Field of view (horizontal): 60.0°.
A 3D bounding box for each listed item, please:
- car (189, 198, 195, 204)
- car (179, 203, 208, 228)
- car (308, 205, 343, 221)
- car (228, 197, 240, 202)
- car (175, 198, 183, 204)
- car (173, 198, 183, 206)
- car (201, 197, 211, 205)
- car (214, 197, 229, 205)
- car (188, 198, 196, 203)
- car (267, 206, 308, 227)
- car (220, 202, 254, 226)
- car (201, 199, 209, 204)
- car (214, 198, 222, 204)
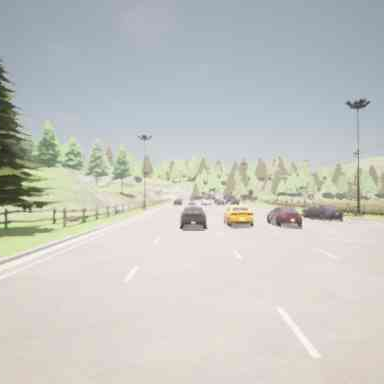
[{"bbox_3d":[-0.006,2.460,91.010,1.837,1.490,4.892,0,-1,0],"label":"car"},{"bbox_3d":[0.099,1.813,24.592,1.837,1.490,4.892,0,0,0],"label":"car"},{"bbox_3d":[12.448,1.963,32.072,1.994,1.385,4.181,0,-1,-21],"label":"car"},{"bbox_3d":[10.494,2.480,80.590,1.837,1.490,4.892,0,-1,0],"label":"car"},{"bbox_3d":[-3.506,2.460,91.010,1.837,1.490,4.892,0,-1,0],"label":"car"},{"bbox_3d":[-3.506,2.458,80.589,1.882,1.535,5.008,0,-1,0],"label":"car"},{"bbox_3d":[3.494,2.206,80.622,2.150,2.045,5.566,0,-1,0],"label":"car"},{"bbox_3d":[6.994,2.530,80.589,2.033,1.411,5.357,0,-1,0],"label":"car"},{"bbox_3d":[-0.006,2.592,81.034,1.895,1.301,4.718,0,-1,0],"label":"car"},{"bbox_3d":[7.098,1.845,25.739,1.812,1.442,4.674,0,-1,0],"label":"car"},{"bbox_3d":[3.597,1.803,26.197,1.882,1.535,5.008,0,0,0],"label":"car"},{"bbox_3d":[3.494,2.556,91.039,1.895,1.301,4.718,0,-1,0],"label":"car"},{"bbox_3d":[6.994,2.484,91.010,1.812,1.442,4.674,0,-1,0],"label":"car"}]
